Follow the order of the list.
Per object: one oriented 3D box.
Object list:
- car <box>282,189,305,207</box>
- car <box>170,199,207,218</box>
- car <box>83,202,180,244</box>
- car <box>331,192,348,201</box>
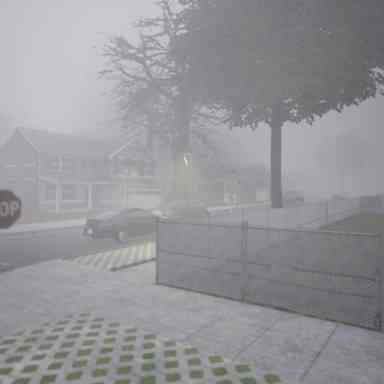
[{"bbox_3d":[12.584,0.704,42.151,2.150,2.045,5.566,1,1,36],"label":"car"},{"bbox_3d":[-0.786,1.256,23.374,2.128,1.511,4.902,1,1,35],"label":"car"},{"bbox_3d":[-2.849,1.427,15.531,1.812,1.442,4.674,1,1,35],"label":"car"},{"bbox_3d":[23.108,0.828,52.025,1.837,1.490,4.892,1,2,35],"label":"car"}]
